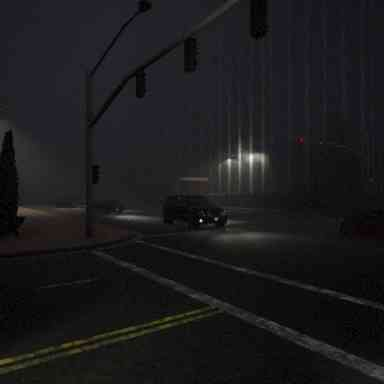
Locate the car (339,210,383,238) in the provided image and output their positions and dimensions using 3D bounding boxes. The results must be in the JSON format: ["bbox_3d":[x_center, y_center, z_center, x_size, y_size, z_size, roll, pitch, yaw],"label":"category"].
[{"bbox_3d":[9.254,1.564,15.748,1.994,1.385,4.181,0,0,-37],"label":"car"}]

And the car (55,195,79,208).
[{"bbox_3d":[-18.020,1.505,47.224,1.837,1.490,4.892,0,0,-36],"label":"car"}]

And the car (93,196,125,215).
[{"bbox_3d":[-8.733,1.492,34.389,2.128,1.511,4.902,0,0,-36],"label":"car"}]

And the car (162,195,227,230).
[{"bbox_3d":[-0.007,1.221,21.760,2.150,2.045,5.566,0,0,-31],"label":"car"}]

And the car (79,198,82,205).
[{"bbox_3d":[-20.320,1.351,56.471,2.097,1.767,4.553,0,0,-36],"label":"car"}]

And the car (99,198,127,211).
[{"bbox_3d":[-10.105,1.525,42.234,1.812,1.442,4.674,0,0,-36],"label":"car"}]

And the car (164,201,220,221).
[{"bbox_3d":[-0.143,1.547,28.518,2.033,1.411,5.357,0,0,-36],"label":"car"}]

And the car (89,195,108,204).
[{"bbox_3d":[-18.643,1.477,66.247,1.882,1.535,5.008,0,0,-36],"label":"car"}]
